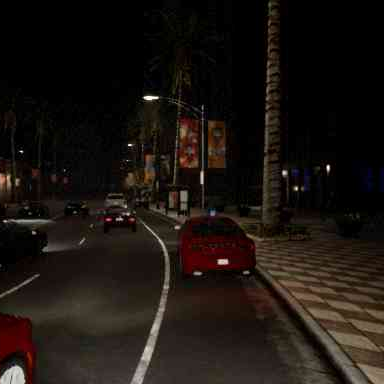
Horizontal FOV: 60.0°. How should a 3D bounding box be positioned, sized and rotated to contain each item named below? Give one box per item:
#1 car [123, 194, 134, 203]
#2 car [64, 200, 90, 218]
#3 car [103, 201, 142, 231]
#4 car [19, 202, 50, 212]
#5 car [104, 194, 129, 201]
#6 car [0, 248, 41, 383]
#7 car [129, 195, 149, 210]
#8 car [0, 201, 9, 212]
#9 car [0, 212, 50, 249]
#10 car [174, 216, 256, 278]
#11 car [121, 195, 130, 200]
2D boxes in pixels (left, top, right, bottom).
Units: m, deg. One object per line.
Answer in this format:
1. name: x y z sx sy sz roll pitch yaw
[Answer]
1. car: -13.508 1.339 70.480 2.185 1.767 4.553 0 0 -14
2. car: -10.374 1.484 30.217 2.128 1.511 4.902 0 0 -14
3. car: -4.449 1.543 20.470 2.033 1.411 5.357 0 0 -13
4. car: -13.866 1.602 29.411 1.994 1.385 4.181 0 0 -14
5. car: -8.441 1.212 36.687 2.150 2.045 5.566 0 0 -14
6. car: -2.784 1.477 1.542 1.882 1.535 5.008 0 0 7
7. car: -6.546 1.472 41.942 2.231 1.521 4.892 0 0 -14
8. car: -17.266 1.518 28.580 2.128 1.511 4.902 0 0 -14
9. car: -6.020 1.544 9.780 2.033 1.411 5.357 0 0 -5
10. car: 0.522 1.475 10.218 1.882 1.535 5.008 0 0 -5
11. car: -18.415 1.493 91.856 2.161 1.482 4.786 0 0 -14
